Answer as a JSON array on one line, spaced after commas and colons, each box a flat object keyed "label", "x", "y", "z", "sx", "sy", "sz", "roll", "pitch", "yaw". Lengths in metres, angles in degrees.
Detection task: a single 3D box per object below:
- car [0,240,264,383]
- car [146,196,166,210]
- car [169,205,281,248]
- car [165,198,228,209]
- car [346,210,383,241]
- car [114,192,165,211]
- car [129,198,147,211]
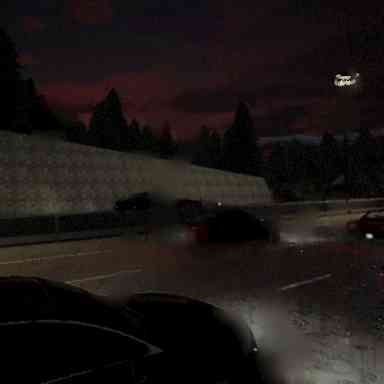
[{"label": "car", "x": -1.524, "y": 1.501, "z": 2.659, "sx": 4.892, "sy": 1.490, "sz": 1.837, "roll": 0, "pitch": 0, "yaw": -35}, {"label": "car", "x": -1.150, "y": 1.350, "z": 28.840, "sx": 4.892, "sy": 1.490, "sz": 1.837, "roll": -1, "pitch": 1, "yaw": -35}, {"label": "car", "x": 1.557, "y": 1.405, "z": 13.452, "sx": 4.674, "sy": 1.442, "sz": 1.812, "roll": -1, "pitch": 1, "yaw": -36}, {"label": "car", "x": 0.882, "y": 1.350, "z": 25.990, "sx": 5.357, "sy": 1.411, "sz": 2.033, "roll": -1, "pitch": 1, "yaw": -35}, {"label": "car", "x": 8.736, "y": 1.396, "z": 14.274, "sx": 4.718, "sy": 1.301, "sz": 1.895, "roll": -1, "pitch": 1, "yaw": -35}, {"label": "car", "x": -5.242, "y": 1.071, "z": 34.519, "sx": 5.566, "sy": 2.045, "sz": 2.150, "roll": -1, "pitch": 1, "yaw": -35}, {"label": "car", "x": -3.205, "y": 1.456, "z": 31.673, "sx": 4.718, "sy": 1.301, "sz": 1.895, "roll": -1, "pitch": 1, "yaw": -35}]
